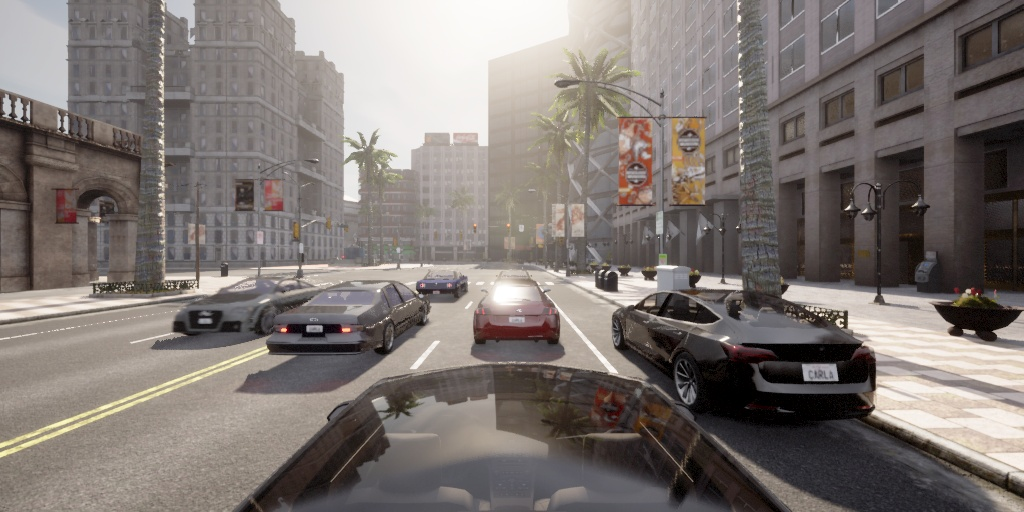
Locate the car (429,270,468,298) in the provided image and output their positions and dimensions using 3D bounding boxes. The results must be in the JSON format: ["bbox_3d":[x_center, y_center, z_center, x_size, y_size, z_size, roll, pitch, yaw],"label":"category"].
[{"bbox_3d":[-3.396,1.351,18.335,1.895,1.301,4.718,0,0,0],"label":"car"}]

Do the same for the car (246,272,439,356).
[{"bbox_3d":[-3.400,1.297,8.686,2.033,1.411,5.357,0,0,0],"label":"car"}]

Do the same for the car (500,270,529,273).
[{"bbox_3d":[0.105,1.351,18.376,1.895,1.301,4.718,0,0,0],"label":"car"}]

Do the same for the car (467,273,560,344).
[{"bbox_3d":[0.103,1.314,9.568,1.994,1.385,4.181,0,0,0],"label":"car"}]

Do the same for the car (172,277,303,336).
[{"bbox_3d":[-7.076,1.314,10.267,1.994,1.385,4.181,0,0,0],"label":"car"}]
